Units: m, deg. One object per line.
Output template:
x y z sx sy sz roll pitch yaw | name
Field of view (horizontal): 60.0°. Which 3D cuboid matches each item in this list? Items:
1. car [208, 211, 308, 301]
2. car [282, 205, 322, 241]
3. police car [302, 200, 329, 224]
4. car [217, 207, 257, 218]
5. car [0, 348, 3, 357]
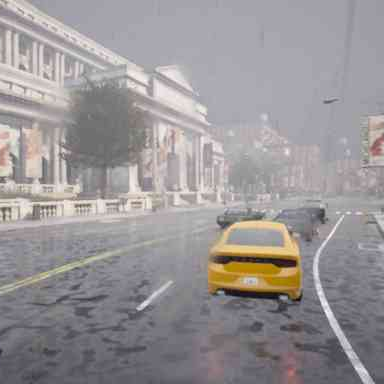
1.709 1.474 8.471 1.882 1.535 5.008 0 0 15 | car
5.179 1.556 16.767 1.994 1.385 4.181 0 0 26 | car
9.193 1.413 25.118 1.930 1.638 5.238 0 0 27 | police car
3.231 1.591 20.810 1.895 1.301 4.718 0 0 26 | car
-3.338 1.547 1.360 2.033 1.411 5.357 0 0 7 | car
